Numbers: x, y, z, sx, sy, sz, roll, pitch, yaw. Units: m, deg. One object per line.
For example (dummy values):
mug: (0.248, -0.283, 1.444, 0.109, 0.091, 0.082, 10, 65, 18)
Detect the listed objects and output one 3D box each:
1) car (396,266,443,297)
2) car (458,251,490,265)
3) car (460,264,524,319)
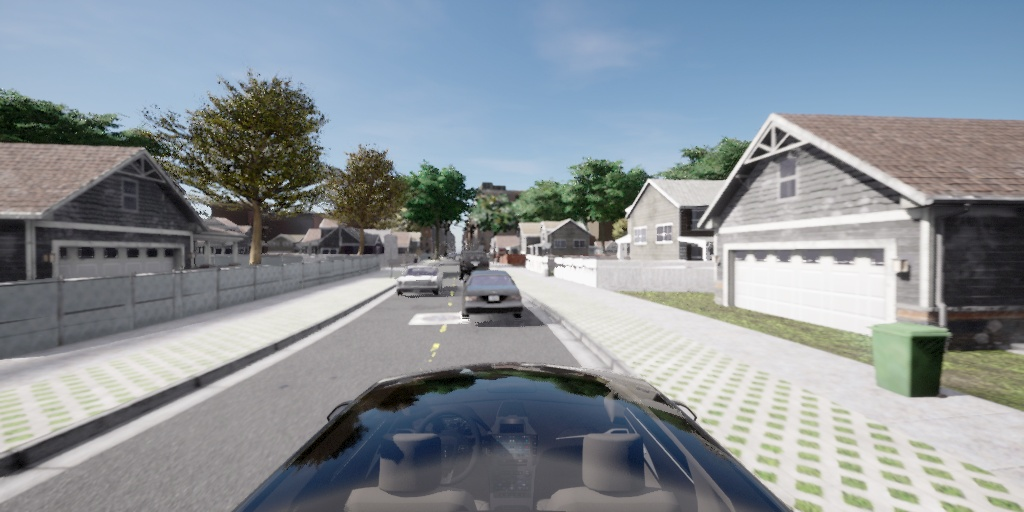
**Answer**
car: (-4.434, 1.168, 17.676, 1.895, 1.301, 4.718, 0, 1, -8)
car: (-2.882, 0.666, 27.259, 2.150, 2.045, 5.566, 0, 1, -8)
car: (-0.783, 1.172, 12.266, 2.033, 1.411, 5.357, 0, 1, -7)
